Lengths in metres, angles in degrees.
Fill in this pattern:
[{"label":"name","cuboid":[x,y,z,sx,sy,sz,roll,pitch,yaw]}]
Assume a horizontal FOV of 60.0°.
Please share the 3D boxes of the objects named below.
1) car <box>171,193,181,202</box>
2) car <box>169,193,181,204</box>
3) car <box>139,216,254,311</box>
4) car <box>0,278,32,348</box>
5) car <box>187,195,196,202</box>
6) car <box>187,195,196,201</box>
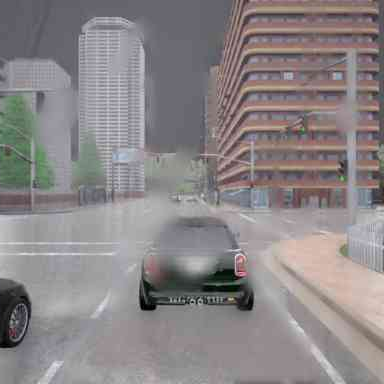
[{"label":"car","cuboid":[-3.643,1.219,76.086,2.150,2.045,5.566,0,0,0]},{"label":"car","cuboid":[-3.525,1.491,66.085,2.128,1.511,4.902,0,0,0]},{"label":"car","cuboid":[0.098,1.352,7.936,2.097,1.767,4.553,0,0,1]},{"label":"car","cuboid":[-3.431,1.526,3.317,1.812,1.442,4.674,0,0,0]},{"label":"car","cuboid":[-0.144,1.518,76.344,1.812,1.442,4.674,0,0,0]},{"label":"car","cuboid":[-0.161,1.506,85.343,2.128,1.511,4.902,0,0,0]}]
